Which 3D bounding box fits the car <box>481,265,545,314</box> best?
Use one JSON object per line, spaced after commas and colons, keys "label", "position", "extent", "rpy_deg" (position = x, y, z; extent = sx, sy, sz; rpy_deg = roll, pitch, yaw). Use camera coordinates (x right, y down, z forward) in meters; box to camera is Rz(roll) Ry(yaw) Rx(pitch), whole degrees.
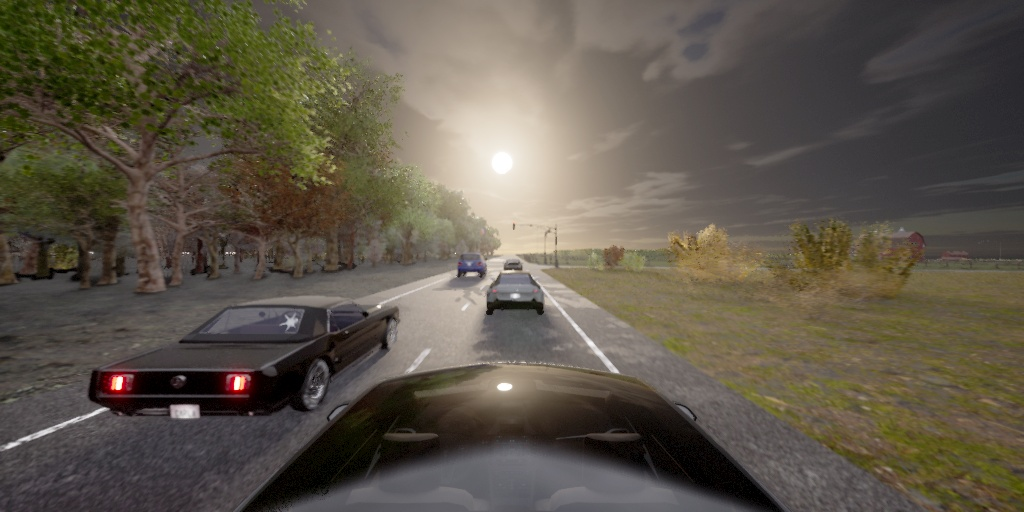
{"label": "car", "position": [0.104, 1.224, 13.373], "extent": [1.994, 1.385, 4.181], "rpy_deg": [0, 0, 0]}

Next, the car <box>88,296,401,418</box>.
{"label": "car", "position": [-3.398, 1.318, 5.952], "extent": [1.895, 1.301, 4.718], "rpy_deg": [0, 0, 0]}

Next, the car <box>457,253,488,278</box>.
{"label": "car", "position": [-3.391, 0.741, 31.122], "extent": [2.150, 2.045, 5.566], "rpy_deg": [0, 0, 0]}

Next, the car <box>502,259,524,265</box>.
{"label": "car", "position": [0.110, 0.997, 34.504], "extent": [1.837, 1.490, 4.892], "rpy_deg": [0, 0, 0]}
